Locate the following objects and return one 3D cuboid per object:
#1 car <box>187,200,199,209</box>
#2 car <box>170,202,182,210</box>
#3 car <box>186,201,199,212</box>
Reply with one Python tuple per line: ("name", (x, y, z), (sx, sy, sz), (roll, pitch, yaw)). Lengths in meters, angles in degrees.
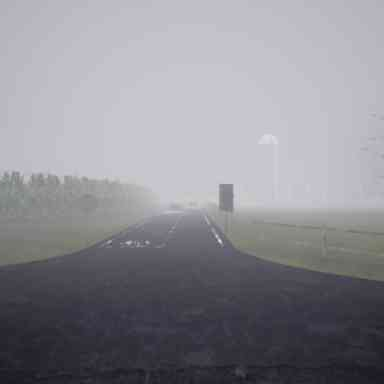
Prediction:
("car", (0.118, 2.331, 60.992), (2.128, 1.511, 4.902), (0, -1, 0))
("car", (-2.641, 2.356, 55.145), (1.895, 1.301, 4.718), (0, -1, 0))
("car", (0.101, 2.166, 50.574), (1.882, 1.535, 5.008), (0, -1, 0))
